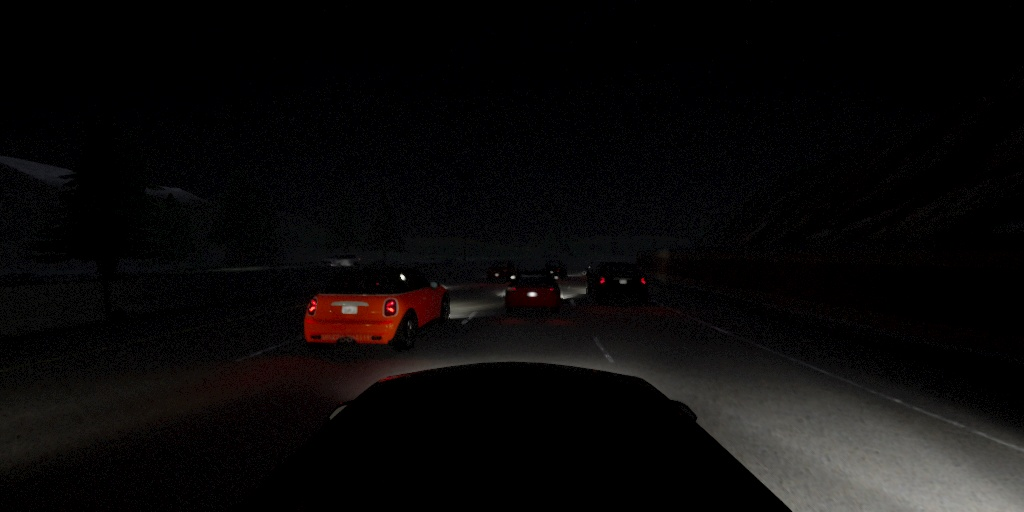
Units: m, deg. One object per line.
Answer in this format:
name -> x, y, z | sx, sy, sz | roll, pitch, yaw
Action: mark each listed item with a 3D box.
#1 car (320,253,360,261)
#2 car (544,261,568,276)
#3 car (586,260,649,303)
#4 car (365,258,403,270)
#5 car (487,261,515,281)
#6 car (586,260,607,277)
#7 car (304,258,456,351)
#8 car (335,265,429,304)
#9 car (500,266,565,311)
car -> -21.683, 0.691, 45.413 | 2.150, 2.045, 5.566 | 0, 0, 16
car -> 3.742, 1.131, 31.243 | 1.812, 1.442, 4.674 | 0, 0, 13
car -> 4.649, 1.037, 16.328 | 2.097, 1.767, 4.553 | 0, 0, 7
car -> -17.158, 1.013, 48.300 | 2.033, 1.411, 5.357 | 0, 0, 18
car -> -0.621, 1.139, 27.616 | 1.812, 1.442, 4.674 | 0, 0, 11
car -> 8.220, 1.124, 34.676 | 1.812, 1.442, 4.674 | 0, 0, 15
car -> -3.033, 1.056, 9.087 | 2.097, 1.767, 4.553 | 0, 0, 3
car -> -5.873, 1.203, 17.125 | 2.033, 1.411, 5.357 | 0, 0, 7
car -> 0.876, 1.252, 14.064 | 1.994, 1.385, 4.181 | 0, 0, 6
